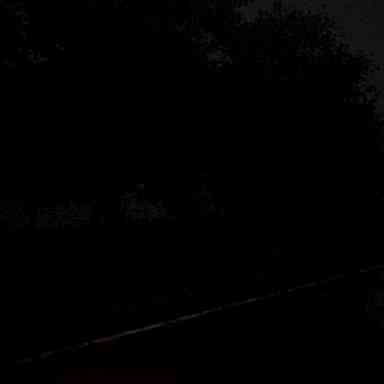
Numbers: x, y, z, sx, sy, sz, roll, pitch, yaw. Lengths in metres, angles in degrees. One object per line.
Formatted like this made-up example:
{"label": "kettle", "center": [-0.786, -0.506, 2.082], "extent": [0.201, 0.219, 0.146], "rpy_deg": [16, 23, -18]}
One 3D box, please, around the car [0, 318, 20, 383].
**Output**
{"label": "car", "center": [-3.522, 1.505, 1.468], "extent": [4.892, 1.490, 1.837], "rpy_deg": [0, 0, -35]}
